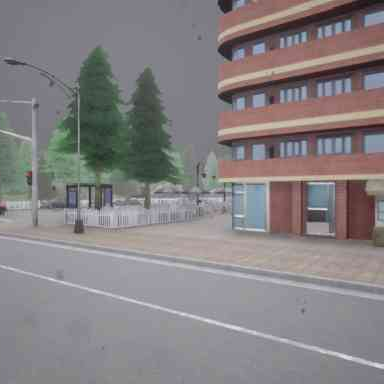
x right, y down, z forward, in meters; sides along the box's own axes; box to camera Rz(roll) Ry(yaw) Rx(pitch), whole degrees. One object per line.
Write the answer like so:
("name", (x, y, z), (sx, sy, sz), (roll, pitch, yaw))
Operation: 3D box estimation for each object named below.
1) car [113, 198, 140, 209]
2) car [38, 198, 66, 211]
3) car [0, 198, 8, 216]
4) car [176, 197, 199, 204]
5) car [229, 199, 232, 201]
("car", (-8.906, 1.508, 44.139), (1.994, 1.385, 4.181), (0, 0, 37))
("car", (-16.061, 1.436, 40.269), (2.128, 1.511, 4.902), (0, 0, 36))
("car", (-19.215, 1.297, 29.775), (2.097, 1.767, 4.553), (0, 0, 35))
("car", (-0.749, 1.508, 58.106), (4.181, 1.385, 1.994), (0, 0, -37))
("car", (8.297, 1.470, 59.883), (4.674, 1.442, 1.812), (0, 0, -27))
